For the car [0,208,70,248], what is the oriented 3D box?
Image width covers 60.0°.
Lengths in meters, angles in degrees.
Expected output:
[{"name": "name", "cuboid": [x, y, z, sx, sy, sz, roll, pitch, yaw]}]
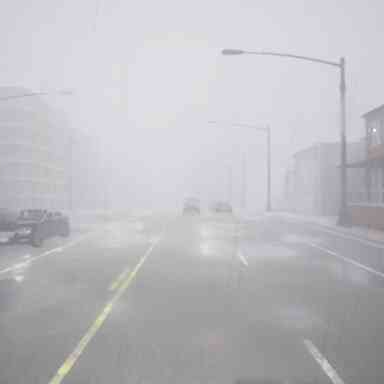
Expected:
[{"name": "car", "cuboid": [-7.104, 1.522, 15.016, 2.128, 1.511, 4.902, 0, 1, 0]}]

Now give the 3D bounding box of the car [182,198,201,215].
[{"name": "car", "cuboid": [-0.026, 1.713, 36.674, 1.812, 1.442, 4.674, 0, -1, 1]}]

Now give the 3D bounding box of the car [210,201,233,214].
[{"name": "car", "cuboid": [3.486, 1.786, 38.101, 1.994, 1.385, 4.181, 0, -1, 0]}]
